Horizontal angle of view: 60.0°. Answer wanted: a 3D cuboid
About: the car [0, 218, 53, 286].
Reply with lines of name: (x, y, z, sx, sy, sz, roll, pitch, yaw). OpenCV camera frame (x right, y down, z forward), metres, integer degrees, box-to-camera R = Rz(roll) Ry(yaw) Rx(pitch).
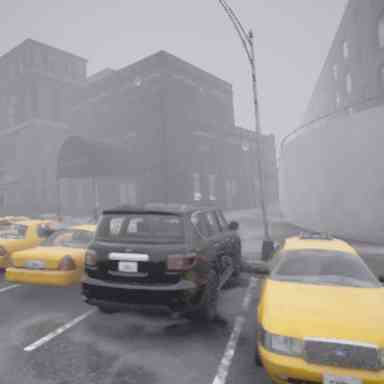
car: (-2.633, 1.555, 9.532, 1.946, 1.575, 5.366, -1, -1, 16)

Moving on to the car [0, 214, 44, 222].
car: (-5.066, 1.589, 11.274, 1.946, 1.575, 5.366, -1, -1, 16)

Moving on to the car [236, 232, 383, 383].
car: (2.133, 1.502, 5.690, 1.946, 1.575, 5.366, 0, -1, 16)

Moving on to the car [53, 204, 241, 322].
car: (-0.247, 1.278, 7.641, 2.435, 2.045, 5.566, 0, -1, 16)
